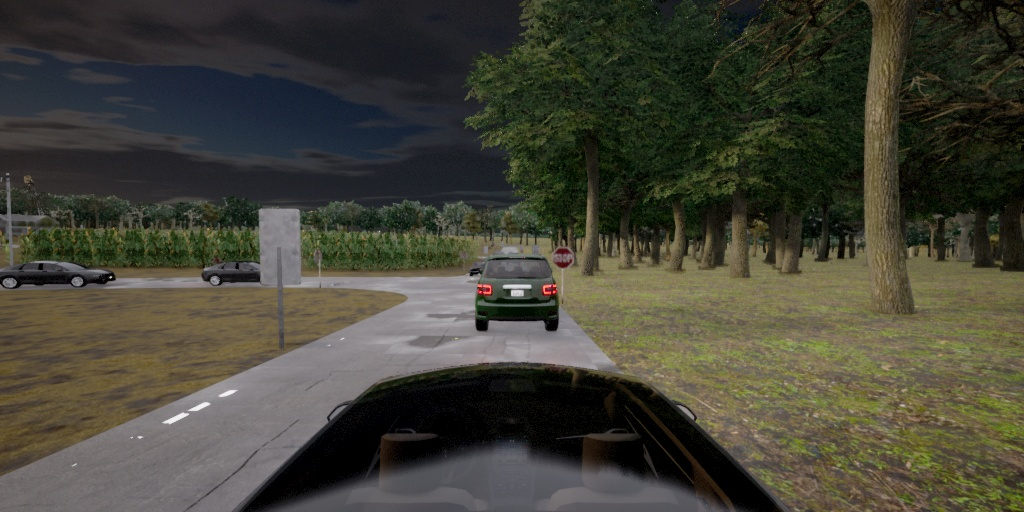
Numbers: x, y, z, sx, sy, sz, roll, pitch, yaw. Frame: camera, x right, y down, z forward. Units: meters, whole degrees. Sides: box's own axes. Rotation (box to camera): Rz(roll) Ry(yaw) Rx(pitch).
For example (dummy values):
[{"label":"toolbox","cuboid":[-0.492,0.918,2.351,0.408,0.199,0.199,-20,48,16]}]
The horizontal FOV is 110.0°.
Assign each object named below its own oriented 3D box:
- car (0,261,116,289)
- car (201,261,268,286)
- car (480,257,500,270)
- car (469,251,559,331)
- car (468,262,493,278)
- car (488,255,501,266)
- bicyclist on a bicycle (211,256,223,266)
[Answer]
[{"label":"car","cuboid":[-26.875,1.071,21.216,4.892,1.490,1.837,0,2,-17]},{"label":"car","cuboid":[-16.991,1.088,23.100,4.892,1.490,1.837,0,2,-7]},{"label":"car","cuboid":[-2.727,0.921,45.326,2.128,1.511,4.902,0,1,0]},{"label":"car","cuboid":[0.125,0.960,11.066,2.150,2.045,5.566,0,0,0]},{"label":"car","cuboid":[-2.768,1.223,32.654,1.895,1.301,4.718,0,1,0]},{"label":"car","cuboid":[-2.676,0.707,56.566,1.812,1.442,4.674,0,2,0]},{"label":"bicyclist on a bicycle","cuboid":[-23.380,0.821,28.447,0.582,1.620,1.656,0,1,-11]}]
